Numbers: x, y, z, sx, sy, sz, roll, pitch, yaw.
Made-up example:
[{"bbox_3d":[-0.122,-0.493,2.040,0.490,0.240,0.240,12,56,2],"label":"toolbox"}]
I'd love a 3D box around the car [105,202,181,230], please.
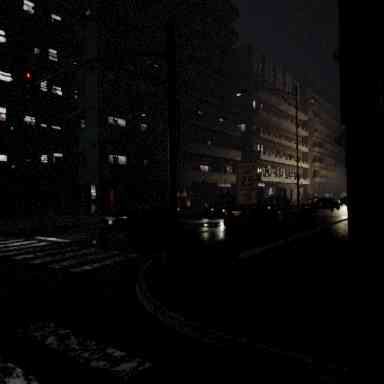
[{"bbox_3d":[-3.063,1.389,20.326,2.128,1.511,4.902,-1,0,36],"label":"car"}]

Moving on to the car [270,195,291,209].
[{"bbox_3d":[9.423,1.083,37.466,2.097,1.767,4.553,-1,0,36],"label":"car"}]

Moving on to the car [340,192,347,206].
[{"bbox_3d":[20.113,1.087,42.326,1.887,1.381,4.507,-1,0,36],"label":"car"}]

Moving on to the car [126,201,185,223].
[{"bbox_3d":[-2.677,1.458,25.400,1.887,1.381,4.507,-1,0,36],"label":"car"}]

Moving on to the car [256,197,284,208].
[{"bbox_3d":[10.007,1.311,42.676,1.947,1.339,4.313,-1,0,36],"label":"car"}]

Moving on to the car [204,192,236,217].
[{"bbox_3d":[3.228,1.035,28.986,2.150,2.045,5.566,-1,0,35],"label":"car"}]

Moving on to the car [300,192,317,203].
[{"bbox_3d":[20.001,0.931,56.417,2.192,1.841,5.009,-1,0,36],"label":"car"}]

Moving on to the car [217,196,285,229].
[{"bbox_3d":[3.541,1.201,19.362,1.967,1.590,4.097,-1,0,36],"label":"car"}]

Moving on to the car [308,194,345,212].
[{"bbox_3d":[13.449,1.196,33.166,1.947,1.339,4.313,-1,0,36],"label":"car"}]

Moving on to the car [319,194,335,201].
[{"bbox_3d":[26.670,1.084,65.577,2.008,1.369,4.403,-1,0,36],"label":"car"}]
